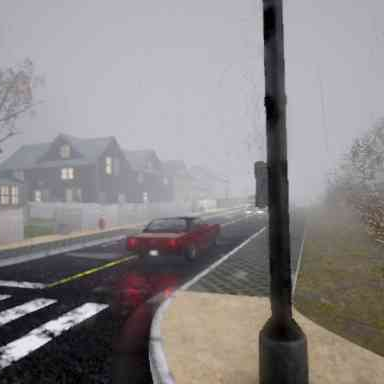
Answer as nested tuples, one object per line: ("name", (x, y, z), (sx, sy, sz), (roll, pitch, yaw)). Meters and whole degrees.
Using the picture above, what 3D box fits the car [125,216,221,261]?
("car", (-0.381, 1.517, 11.853), (1.895, 1.301, 4.718), (-2, -1, 20))

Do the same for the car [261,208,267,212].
("car", (10.036, 1.578, 40.599), (1.882, 1.535, 5.008), (-2, -1, 20))

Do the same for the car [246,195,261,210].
("car", (8.945, 1.434, 45.851), (2.150, 2.045, 5.566), (-2, -1, 20))
